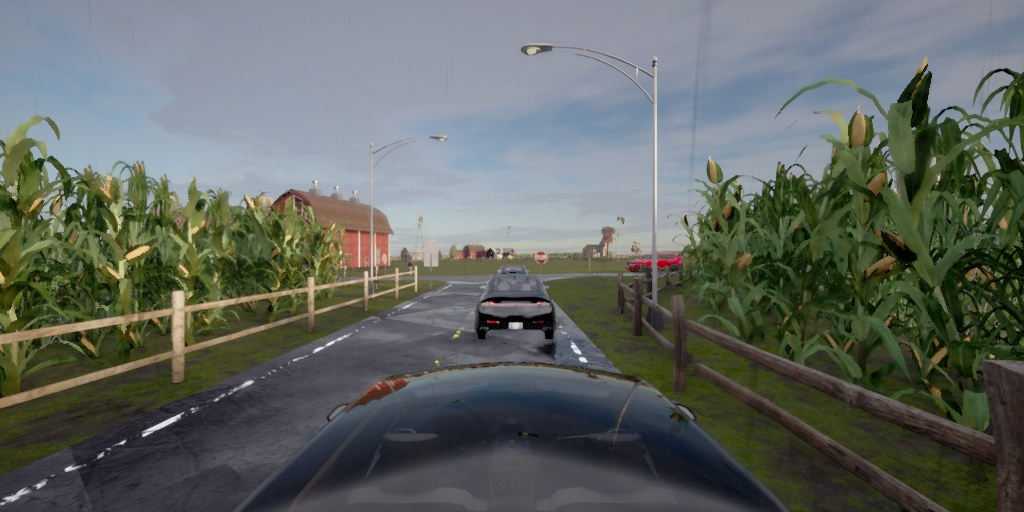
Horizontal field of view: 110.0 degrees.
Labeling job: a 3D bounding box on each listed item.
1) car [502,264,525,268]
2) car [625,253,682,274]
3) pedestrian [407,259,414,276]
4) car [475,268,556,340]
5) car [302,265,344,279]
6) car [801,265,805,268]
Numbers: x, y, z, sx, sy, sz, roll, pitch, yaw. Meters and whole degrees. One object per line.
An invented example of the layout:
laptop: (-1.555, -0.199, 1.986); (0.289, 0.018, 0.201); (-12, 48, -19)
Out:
car: (0.086, 1.244, 22.006); (2.128, 1.511, 4.902); (0, 0, 1)
car: (14.621, 0.718, 37.027); (5.566, 2.045, 2.150); (-1, 0, -4)
pedestrian: (-11.293, 1.243, 39.873); (0.375, 1.860, 0.375); (0, 0, 4)
car: (0.075, 1.243, 9.942); (2.128, 1.511, 4.902); (0, 0, 0)
car: (-18.682, 1.502, 34.564); (5.008, 1.535, 1.882); (-1, -1, 6)
car: (30.738, 0.722, 38.769); (4.892, 1.490, 1.837); (-1, 0, -9)
